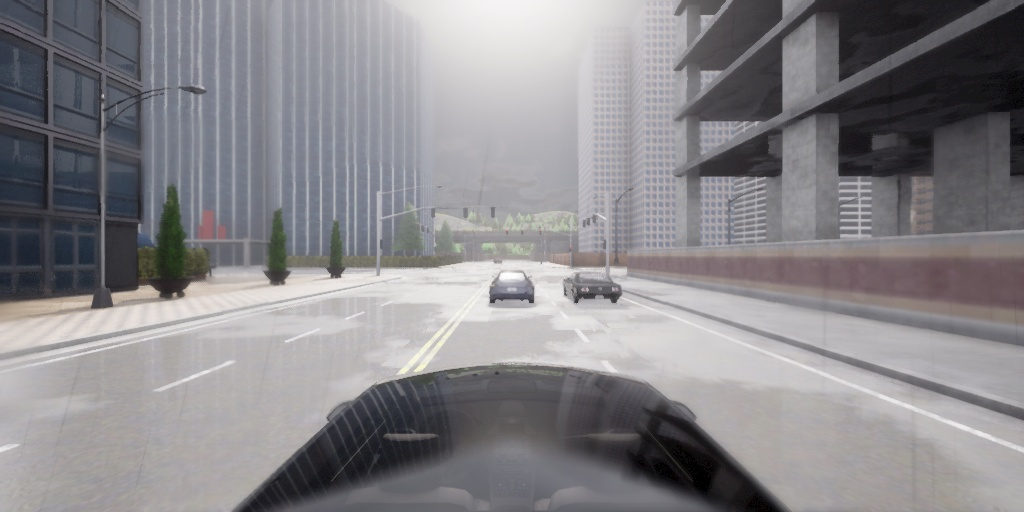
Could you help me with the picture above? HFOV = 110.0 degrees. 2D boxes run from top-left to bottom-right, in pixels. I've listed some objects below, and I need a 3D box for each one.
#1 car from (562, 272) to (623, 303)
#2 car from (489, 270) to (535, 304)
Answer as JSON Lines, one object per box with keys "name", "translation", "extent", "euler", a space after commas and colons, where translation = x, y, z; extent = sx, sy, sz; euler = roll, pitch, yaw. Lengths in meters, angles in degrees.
{"name": "car", "translation": [3.500, 1.365, 16.530], "extent": [1.895, 1.301, 4.718], "euler": [0, 0, 0]}
{"name": "car", "translation": [0.000, 1.321, 16.500], "extent": [1.994, 1.385, 4.181], "euler": [0, 0, 0]}
